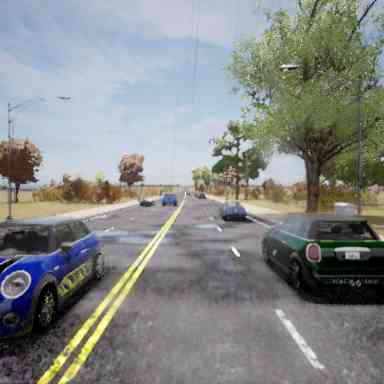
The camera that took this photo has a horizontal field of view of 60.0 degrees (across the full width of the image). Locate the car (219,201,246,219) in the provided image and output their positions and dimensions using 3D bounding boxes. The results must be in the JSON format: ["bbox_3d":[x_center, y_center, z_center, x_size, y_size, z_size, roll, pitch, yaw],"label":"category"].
[{"bbox_3d":[3.351,1.503,28.061,2.033,1.411,5.357,0,0,0],"label":"car"}]

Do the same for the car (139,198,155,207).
[{"bbox_3d":[-6.635,1.512,49.268,1.895,1.301,4.718,0,0,0],"label":"car"}]

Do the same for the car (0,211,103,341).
[{"bbox_3d":[-3.350,1.343,6.726,2.097,1.767,4.553,0,0,0],"label":"car"}]

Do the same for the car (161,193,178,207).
[{"bbox_3d":[-3.387,1.130,50.920,2.150,2.045,5.566,0,0,0],"label":"car"}]

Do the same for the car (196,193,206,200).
[{"bbox_3d":[2.797,1.267,90.651,1.882,1.535,5.008,0,0,-1],"label":"car"}]

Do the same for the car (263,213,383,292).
[{"bbox_3d":[3.351,1.340,9.064,2.097,1.767,4.553,0,0,0],"label":"car"}]
